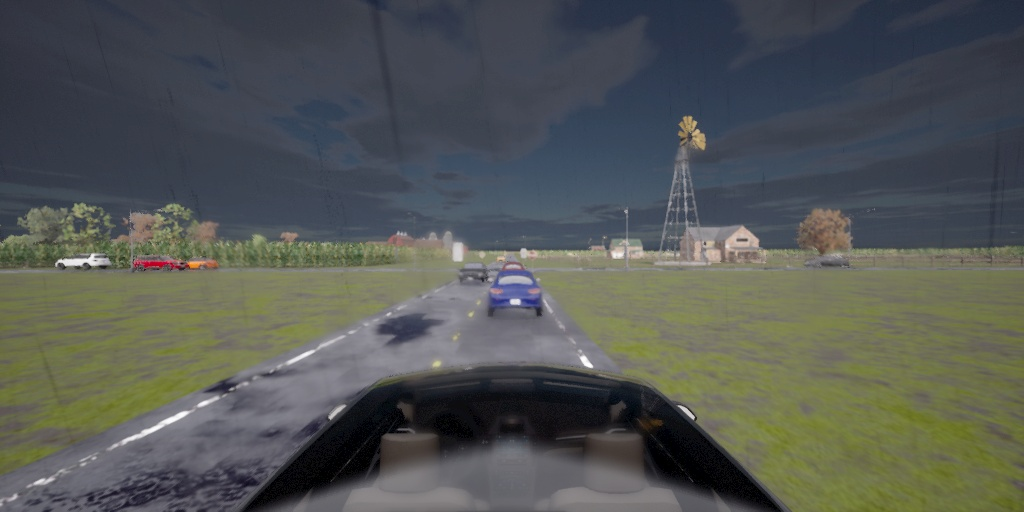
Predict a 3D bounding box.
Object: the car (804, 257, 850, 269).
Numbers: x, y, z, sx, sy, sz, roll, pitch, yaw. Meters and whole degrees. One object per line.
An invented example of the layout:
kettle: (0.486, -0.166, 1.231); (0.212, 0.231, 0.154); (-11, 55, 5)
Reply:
car: (41.039, 0.846, 46.804); (4.902, 1.511, 2.128); (0, 1, 3)

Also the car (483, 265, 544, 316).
car: (0.092, 1.222, 13.061); (1.812, 1.442, 4.674); (0, 0, -1)

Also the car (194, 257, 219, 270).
car: (-42.378, 0.992, 48.233); (4.553, 1.767, 2.097); (0, 1, -1)

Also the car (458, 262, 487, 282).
car: (-2.805, 1.171, 27.138); (2.033, 1.411, 5.357); (0, 0, 0)

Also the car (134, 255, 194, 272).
car: (-44.416, 0.922, 45.411); (5.566, 2.045, 2.150); (0, 1, 0)

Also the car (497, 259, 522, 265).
car: (0.084, 1.155, 26.143); (1.812, 1.442, 4.674); (0, 0, 0)
